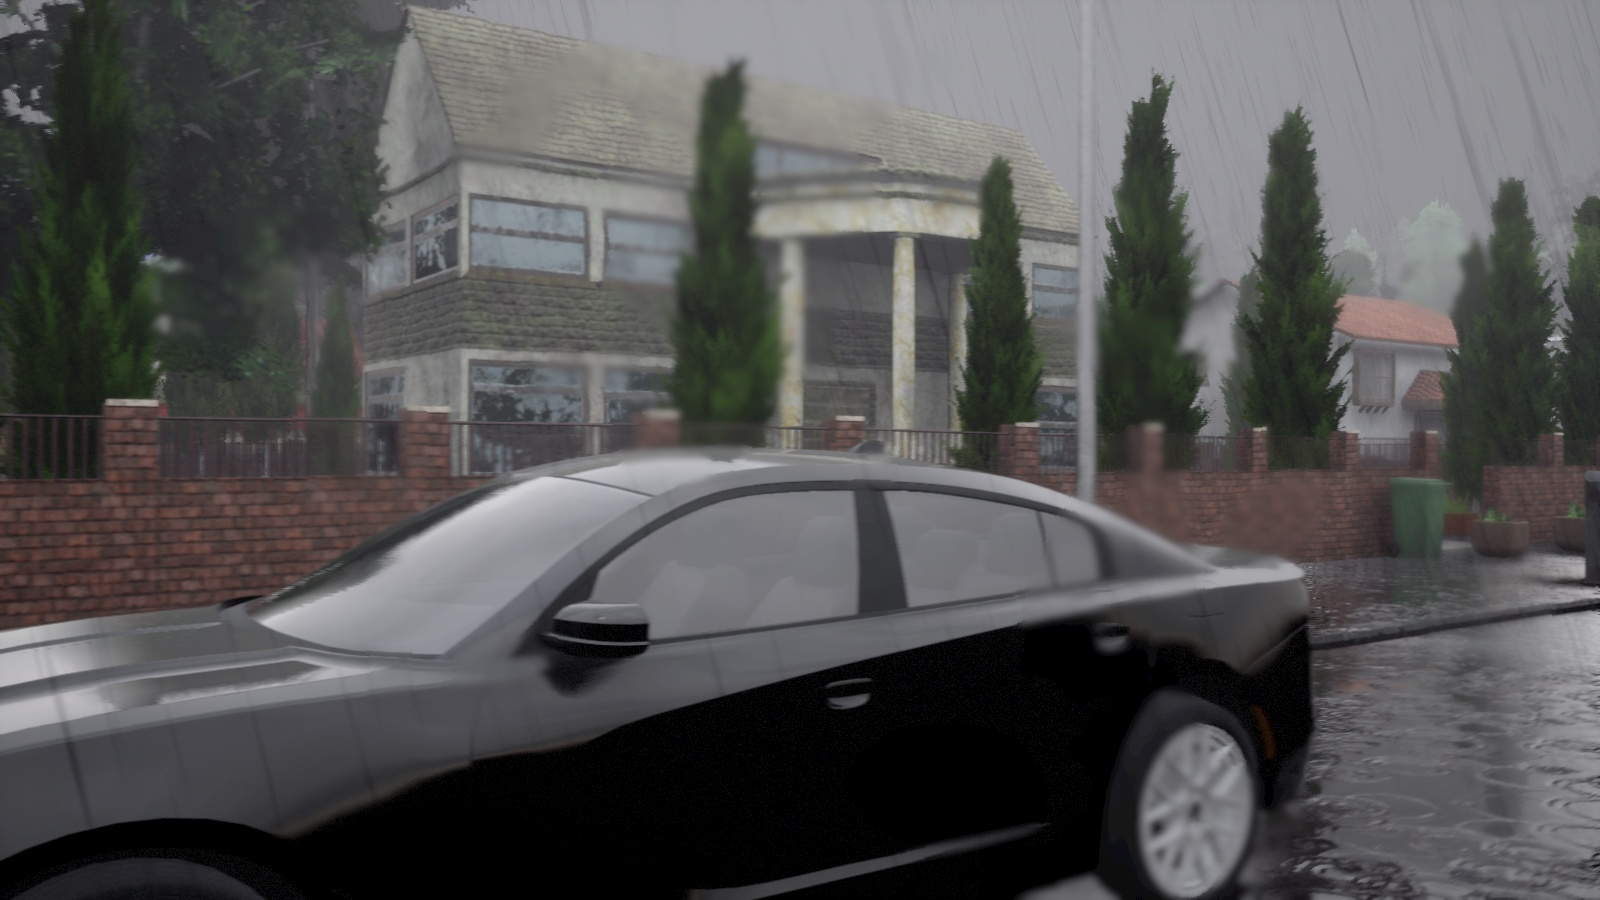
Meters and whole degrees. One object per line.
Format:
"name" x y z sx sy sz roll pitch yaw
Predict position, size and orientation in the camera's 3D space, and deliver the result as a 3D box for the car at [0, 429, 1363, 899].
"car" -0.562 0.733 3.877 5.008 1.535 1.882 0 0 -35
